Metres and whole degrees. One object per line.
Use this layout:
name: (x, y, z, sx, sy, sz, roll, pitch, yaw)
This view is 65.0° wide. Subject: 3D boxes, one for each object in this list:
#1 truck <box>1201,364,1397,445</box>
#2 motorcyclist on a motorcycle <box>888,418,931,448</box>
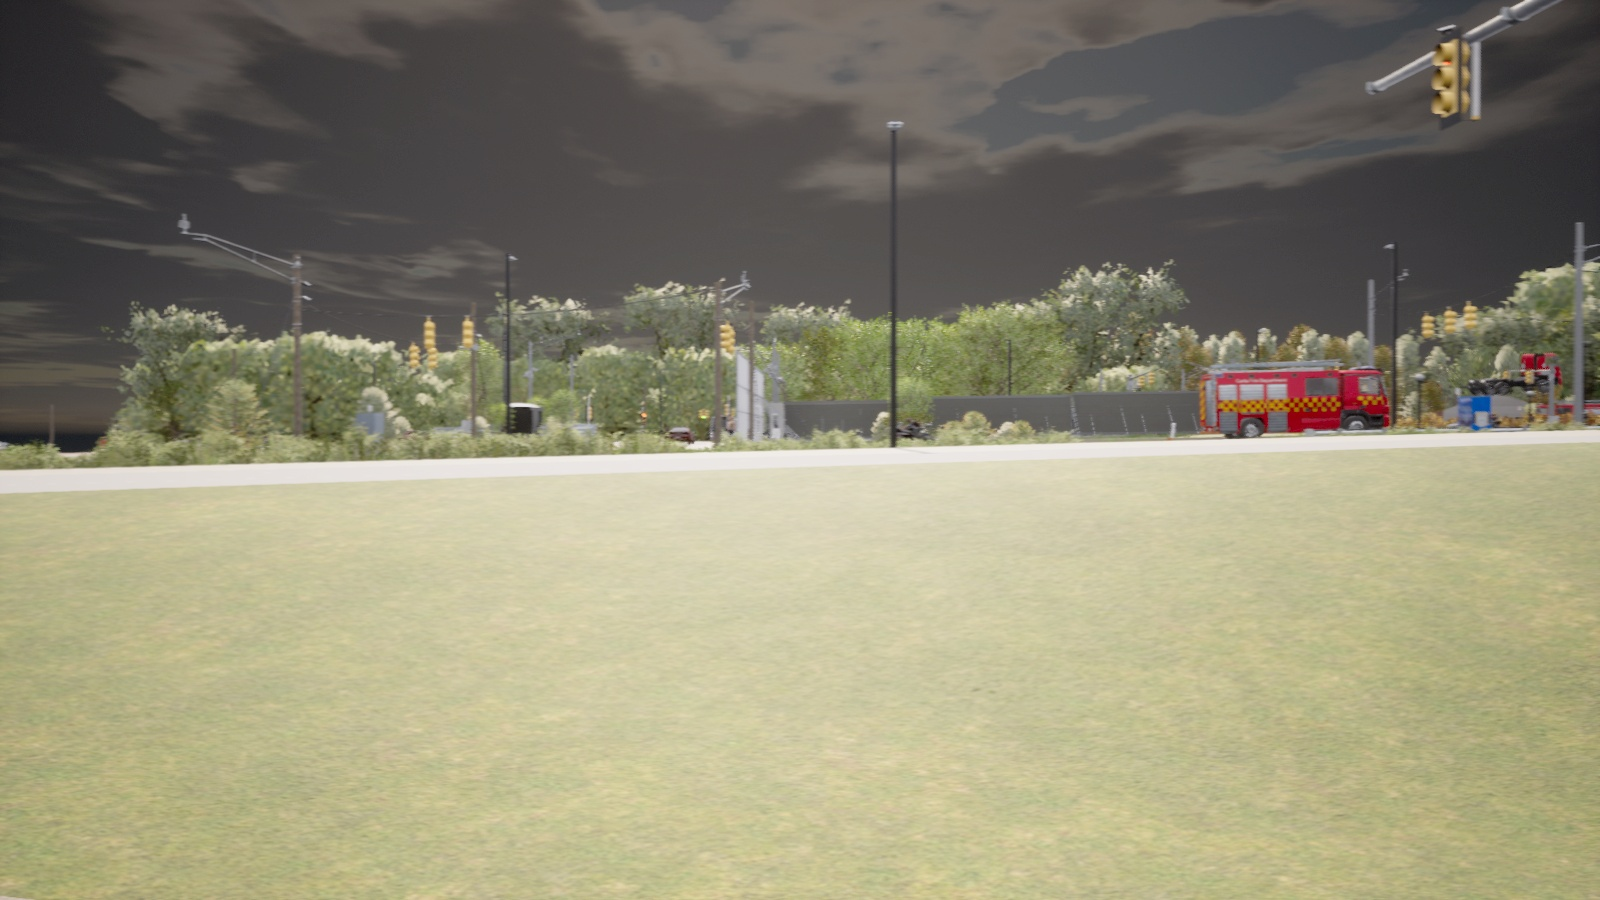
truck: (24.477, -2.209, 61.875, 8.468, 3.827, 2.891, -1, 1, 1)
motorcyclist on a motorcycle: (5.715, -0.895, 65.846, 2.191, 1.530, 0.866, 0, 1, 1)
